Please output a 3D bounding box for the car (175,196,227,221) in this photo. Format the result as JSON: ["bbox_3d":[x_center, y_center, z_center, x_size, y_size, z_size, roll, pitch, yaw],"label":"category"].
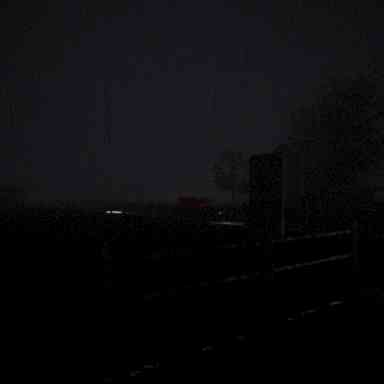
[{"bbox_3d":[0.694,1.420,29.606,2.150,2.045,5.566,1,-1,-36],"label":"car"}]

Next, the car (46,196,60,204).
[{"bbox_3d":[-33.336,2.249,80.969,1.837,1.490,4.892,1,-1,-36],"label":"car"}]

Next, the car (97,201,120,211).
[{"bbox_3d":[-11.694,1.955,46.606,1.994,1.385,4.181,1,-1,-36],"label":"car"}]
